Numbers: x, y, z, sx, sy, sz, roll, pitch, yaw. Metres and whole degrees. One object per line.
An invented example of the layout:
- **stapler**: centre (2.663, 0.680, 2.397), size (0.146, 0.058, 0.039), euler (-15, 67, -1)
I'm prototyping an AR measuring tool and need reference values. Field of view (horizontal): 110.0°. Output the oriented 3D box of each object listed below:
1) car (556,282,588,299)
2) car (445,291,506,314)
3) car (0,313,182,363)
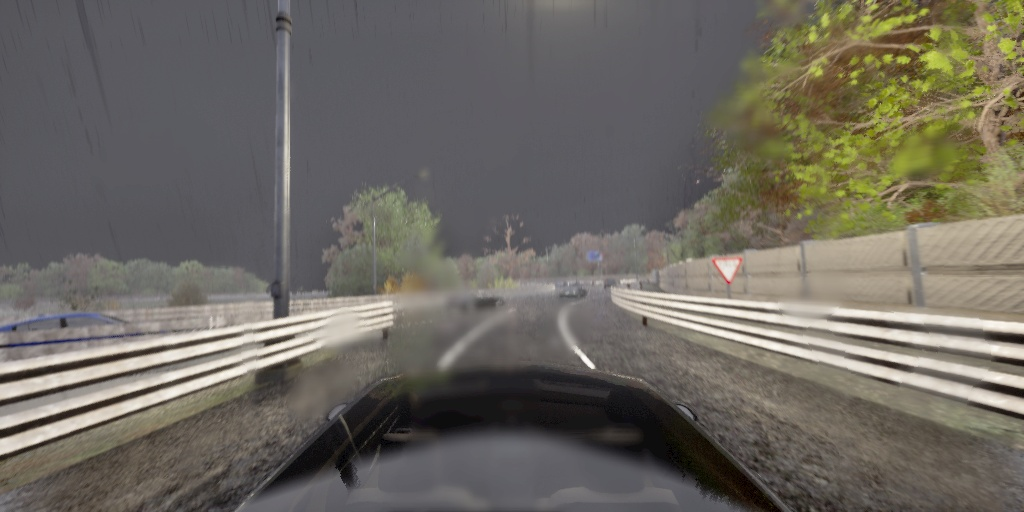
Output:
- **car**: centre (6.679, 3.861, 38.364), size (1.994, 1.385, 4.181), euler (-4, -5, 29)
- **car**: centre (-2.433, 3.132, 24.760), size (2.128, 1.511, 4.902), euler (-5, -5, 38)
- **car**: centre (-14.222, 2.622, 11.832), size (5.008, 1.535, 1.882), euler (2, -6, -44)
